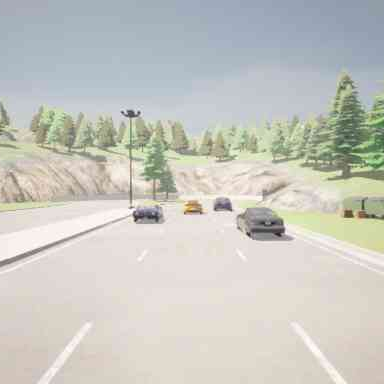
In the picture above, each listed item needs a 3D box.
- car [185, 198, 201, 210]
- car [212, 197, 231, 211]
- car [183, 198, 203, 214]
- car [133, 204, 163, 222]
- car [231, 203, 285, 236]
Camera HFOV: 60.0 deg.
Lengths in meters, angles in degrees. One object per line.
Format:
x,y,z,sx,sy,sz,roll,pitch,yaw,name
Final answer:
0.138,1.547,44.499,2.033,1.411,5.357,0,0,1,car
3.604,1.352,40.304,2.097,1.767,4.553,0,0,0,car
0.096,1.477,34.672,1.882,1.535,5.008,0,0,0,car
-3.400,1.600,26.427,1.895,1.301,4.718,0,0,0,car
3.600,1.547,18.242,2.033,1.411,5.357,0,0,0,car
